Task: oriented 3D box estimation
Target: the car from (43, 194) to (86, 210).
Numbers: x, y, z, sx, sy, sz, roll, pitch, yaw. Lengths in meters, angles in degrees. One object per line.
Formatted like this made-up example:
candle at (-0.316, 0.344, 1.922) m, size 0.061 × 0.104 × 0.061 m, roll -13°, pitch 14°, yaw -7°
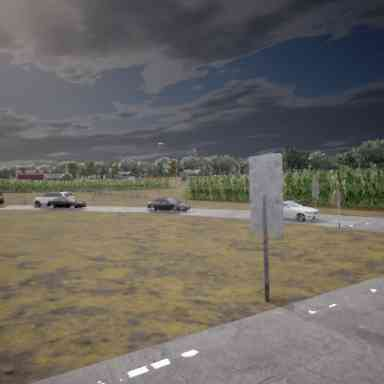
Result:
car at (-15.378, 1.353, 40.889) m, size 5.008 × 1.535 × 1.882 m, roll 0°, pitch 2°, yaw 20°

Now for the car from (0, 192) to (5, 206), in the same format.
car at (-29.267, 1.027, 46.760) m, size 5.566 × 2.045 × 2.150 m, roll 0°, pitch 1°, yaw 5°

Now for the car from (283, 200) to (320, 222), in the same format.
car at (7.265, 1.379, 25.186) m, size 1.812 × 1.442 × 4.674 m, roll -3°, pitch 2°, yaw -42°

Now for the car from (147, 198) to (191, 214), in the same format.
car at (-2.422, 1.345, 34.028) m, size 4.892 × 1.490 × 1.837 m, roll -1°, pitch 1°, yaw 34°

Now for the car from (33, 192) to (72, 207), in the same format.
car at (-18.677, 1.017, 44.901) m, size 5.566 × 2.045 × 2.150 m, roll 0°, pitch 2°, yaw 15°
